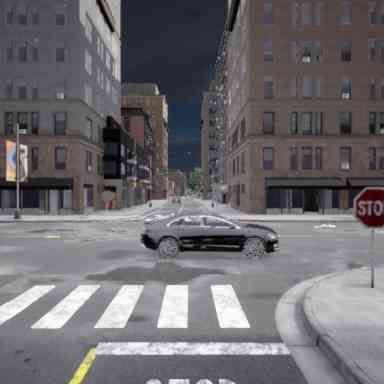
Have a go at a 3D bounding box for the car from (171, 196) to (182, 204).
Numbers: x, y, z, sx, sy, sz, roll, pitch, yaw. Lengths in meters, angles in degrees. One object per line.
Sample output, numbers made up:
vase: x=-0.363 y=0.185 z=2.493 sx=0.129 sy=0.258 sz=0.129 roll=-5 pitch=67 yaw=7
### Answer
car: x=-3.197 y=1.617 z=68.980 sx=2.128 sy=1.511 sz=4.902 roll=0 pitch=0 yaw=-2

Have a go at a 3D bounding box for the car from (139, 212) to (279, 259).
car: x=0.593 y=1.488 z=11.934 sx=4.902 sy=1.511 sz=2.128 roll=0 pitch=0 yaw=0
